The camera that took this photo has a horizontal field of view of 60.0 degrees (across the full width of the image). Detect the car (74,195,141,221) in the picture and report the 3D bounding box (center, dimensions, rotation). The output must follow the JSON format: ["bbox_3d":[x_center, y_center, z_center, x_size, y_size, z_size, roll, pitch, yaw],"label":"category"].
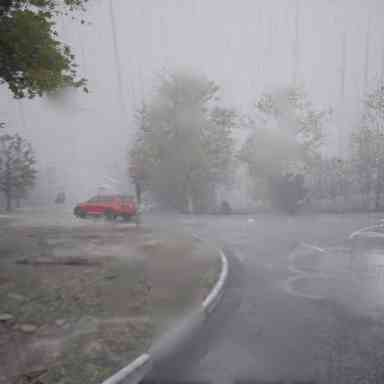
[{"bbox_3d":[-7.287,1.244,27.851,5.566,2.045,2.150,0,0,27],"label":"car"}]
